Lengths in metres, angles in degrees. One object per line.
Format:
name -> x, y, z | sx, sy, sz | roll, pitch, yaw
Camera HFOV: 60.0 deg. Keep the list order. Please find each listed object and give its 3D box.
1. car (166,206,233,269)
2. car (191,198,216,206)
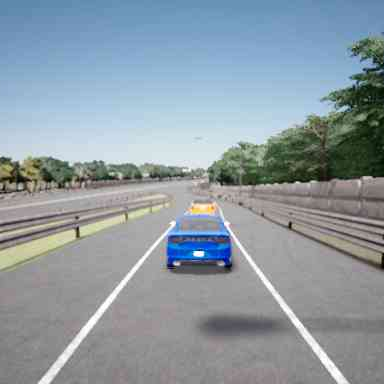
car -> 0.253, 1.443, 11.129 | 1.882, 1.535, 5.008 | 0, 0, 2
car -> 0.954, 1.267, 27.864 | 2.097, 1.767, 4.553 | 0, 0, 3
